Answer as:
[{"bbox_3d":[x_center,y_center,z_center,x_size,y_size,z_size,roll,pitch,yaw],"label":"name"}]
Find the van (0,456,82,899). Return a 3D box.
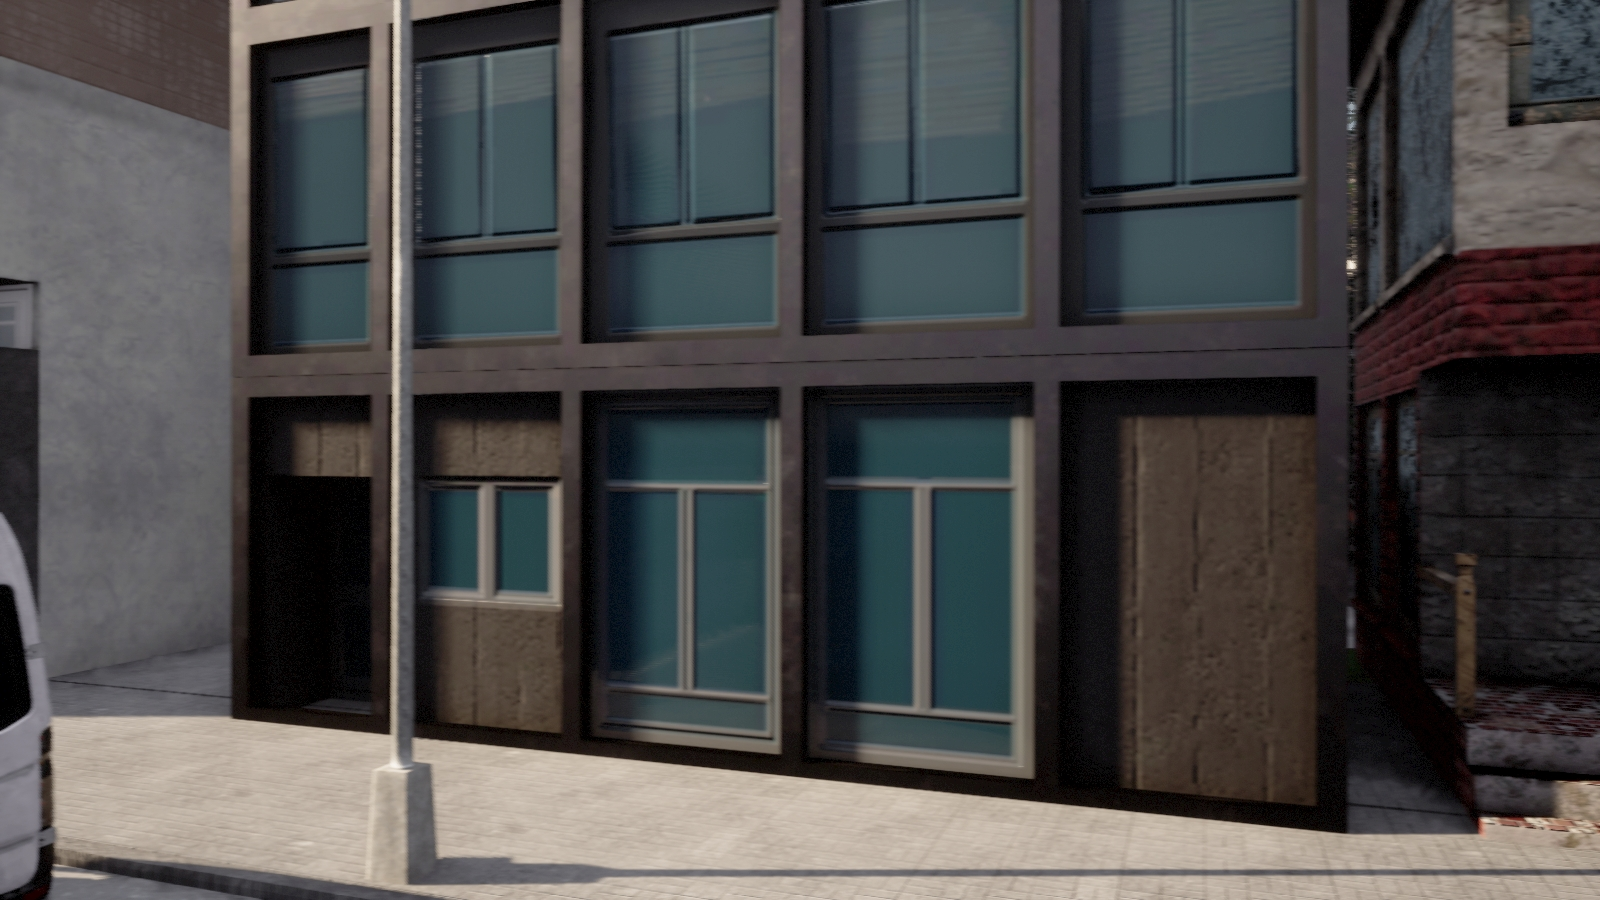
[{"bbox_3d":[-7.069,1.311,6.353,5.915,2.561,1.988,0,0,20],"label":"van"}]
